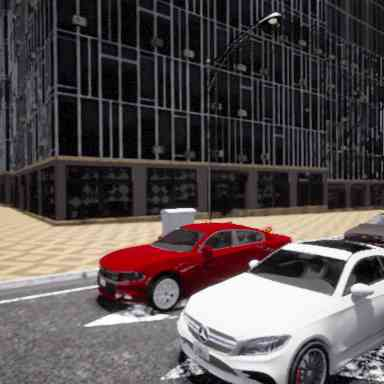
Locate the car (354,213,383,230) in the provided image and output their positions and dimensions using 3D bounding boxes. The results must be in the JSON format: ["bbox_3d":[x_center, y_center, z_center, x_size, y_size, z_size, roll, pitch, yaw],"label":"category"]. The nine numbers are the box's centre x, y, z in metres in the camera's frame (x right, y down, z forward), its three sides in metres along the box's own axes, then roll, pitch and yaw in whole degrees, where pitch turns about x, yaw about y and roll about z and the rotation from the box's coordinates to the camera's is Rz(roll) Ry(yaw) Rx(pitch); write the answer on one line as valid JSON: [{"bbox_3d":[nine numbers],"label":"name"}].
[{"bbox_3d":[8.396,1.573,13.651,5.357,1.411,2.033,0,0,-36],"label":"car"}]

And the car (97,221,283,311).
[{"bbox_3d":[0.311,1.485,7.892,5.008,1.535,1.882,0,0,-35],"label":"car"}]

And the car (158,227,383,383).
[{"bbox_3d":[2.002,1.533,5.107,4.674,1.442,1.812,0,0,-35],"label":"car"}]
